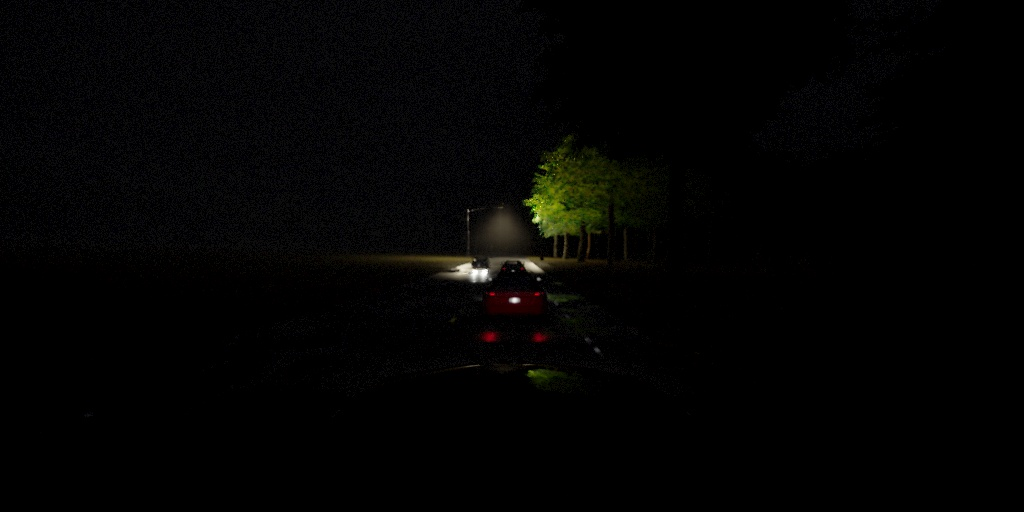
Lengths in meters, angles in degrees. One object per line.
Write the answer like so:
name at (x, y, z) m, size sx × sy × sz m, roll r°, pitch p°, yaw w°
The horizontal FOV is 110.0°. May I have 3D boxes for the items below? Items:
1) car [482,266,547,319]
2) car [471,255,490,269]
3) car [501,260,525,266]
car at (0.082, 1.207, 12.236) m, size 1.994 × 1.385 × 4.181 m, roll 0°, pitch 1°, yaw 0°
car at (-3.604, 0.695, 41.736) m, size 2.128 × 1.511 × 4.902 m, roll 0°, pitch 1°, yaw 0°
car at (0.077, 1.012, 27.574) m, size 1.994 × 1.385 × 4.181 m, roll 0°, pitch 1°, yaw 0°
